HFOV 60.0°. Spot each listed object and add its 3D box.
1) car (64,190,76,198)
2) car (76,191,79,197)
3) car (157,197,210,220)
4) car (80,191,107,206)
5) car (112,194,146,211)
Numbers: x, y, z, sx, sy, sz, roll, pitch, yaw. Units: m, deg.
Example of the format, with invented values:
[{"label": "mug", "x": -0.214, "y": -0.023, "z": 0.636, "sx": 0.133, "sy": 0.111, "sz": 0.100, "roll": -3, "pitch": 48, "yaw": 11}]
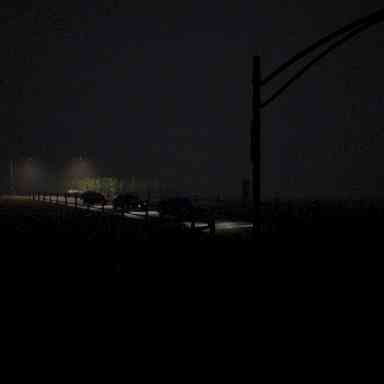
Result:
[{"label": "car", "x": -22.376, "y": 0.375, "z": 61.750, "sx": 2.128, "sy": 1.511, "sz": 4.902, "roll": 0, "pitch": 1, "yaw": -35}, {"label": "car", "x": -16.460, "y": 0.540, "z": 53.260, "sx": 1.882, "sy": 1.535, "sz": 5.008, "roll": 0, "pitch": 1, "yaw": -35}, {"label": "car", "x": -0.718, "y": 1.114, "z": 24.198, "sx": 1.882, "sy": 1.535, "sz": 5.008, "roll": 0, "pitch": 1, "yaw": -35}, {"label": "car", "x": -11.723, "y": 0.815, "z": 40.024, "sx": 1.812, "sy": 1.442, "sz": 4.674, "roll": 0, "pitch": 1, "yaw": -35}, {"label": "car", "x": -6.117, "y": 0.970, "z": 31.952, "sx": 1.837, "sy": 1.490, "sz": 4.892, "roll": 0, "pitch": 1, "yaw": -35}]
